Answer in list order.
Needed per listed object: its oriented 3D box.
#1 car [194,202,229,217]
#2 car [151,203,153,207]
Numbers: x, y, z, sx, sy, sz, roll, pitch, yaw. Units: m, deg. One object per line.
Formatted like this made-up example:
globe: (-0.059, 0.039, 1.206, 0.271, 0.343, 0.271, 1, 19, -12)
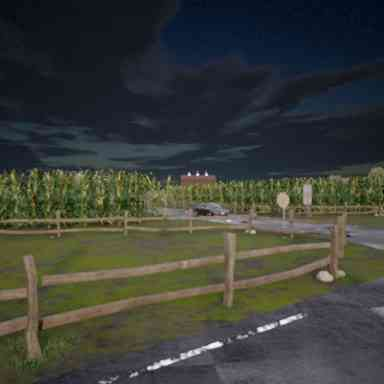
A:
car: (1.787, 1.773, 32.306, 1.837, 1.490, 4.892, 0, 0, -25)
car: (-7.815, 1.864, 52.576, 2.097, 1.767, 4.553, 0, 0, -26)
